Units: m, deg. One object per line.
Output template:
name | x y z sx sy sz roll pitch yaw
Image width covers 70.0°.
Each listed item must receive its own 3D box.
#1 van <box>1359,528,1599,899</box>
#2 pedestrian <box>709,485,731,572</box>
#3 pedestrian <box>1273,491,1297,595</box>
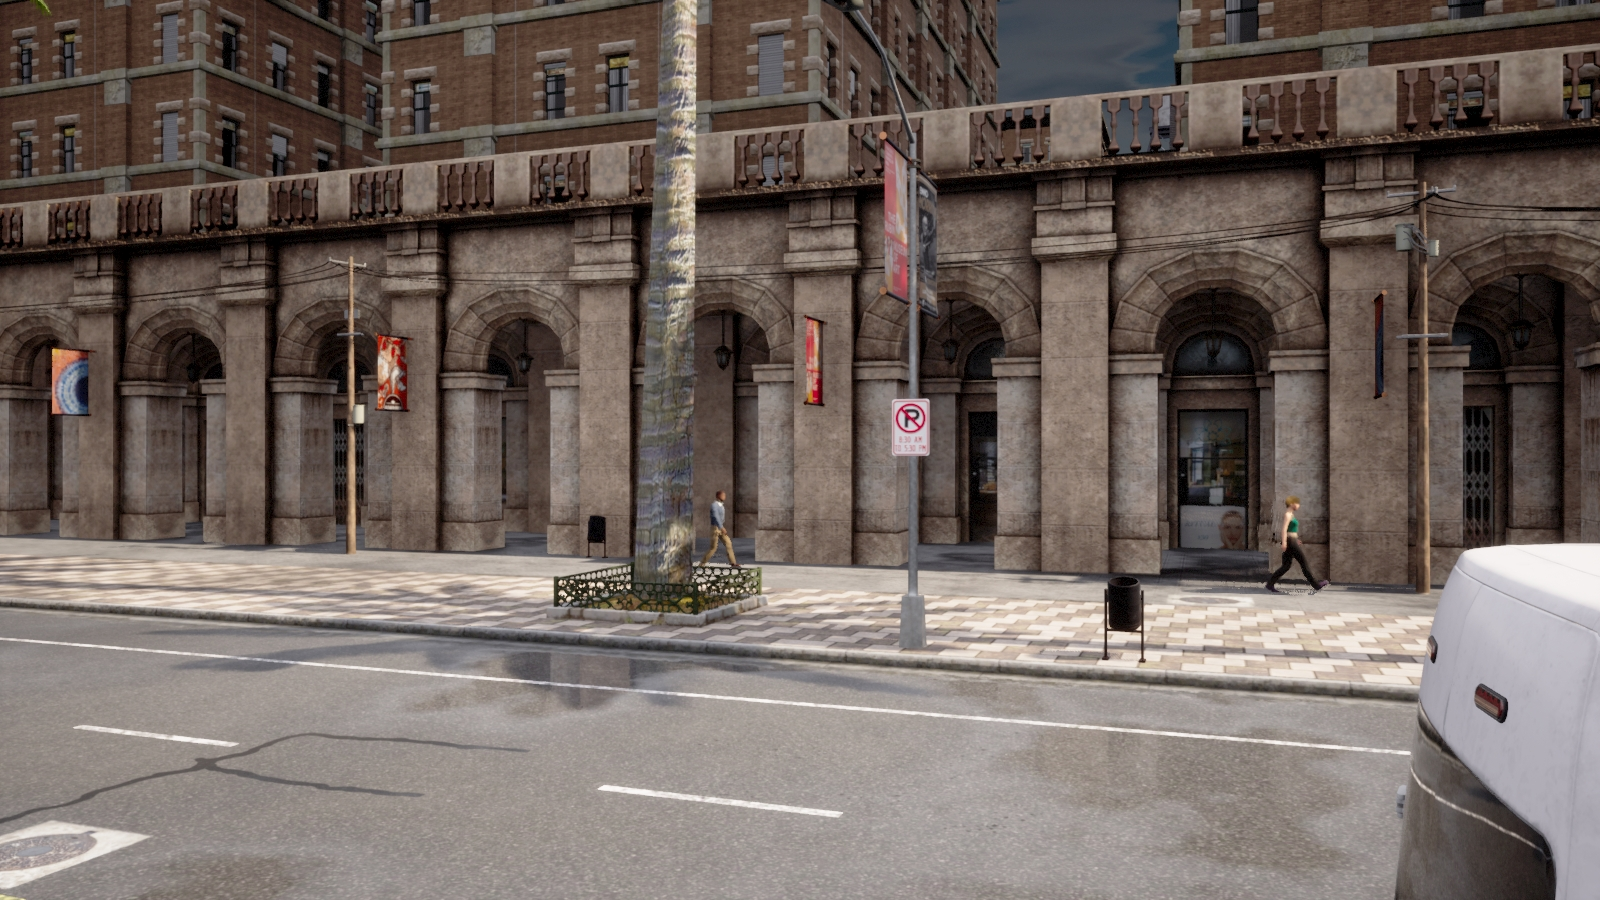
van | 4.249 1.534 1.754 5.915 2.561 1.988 0 0 20
pedestrian | -1.737 1.696 24.812 0.375 1.860 0.375 0 0 20
pedestrian | 8.881 1.698 20.929 0.375 1.860 0.375 0 0 20
